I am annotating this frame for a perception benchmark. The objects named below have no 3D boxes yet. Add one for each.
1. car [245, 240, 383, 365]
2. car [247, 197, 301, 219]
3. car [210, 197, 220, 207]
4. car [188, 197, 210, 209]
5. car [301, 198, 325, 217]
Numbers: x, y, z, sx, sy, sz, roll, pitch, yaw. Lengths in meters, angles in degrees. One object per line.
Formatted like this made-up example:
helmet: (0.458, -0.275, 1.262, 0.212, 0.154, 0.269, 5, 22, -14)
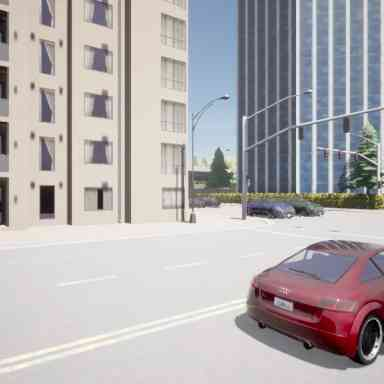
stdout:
car: (2.947, 1.564, 5.881, 4.181, 1.385, 1.994, 0, 0, -35)
car: (6.813, 1.351, 28.962, 2.097, 1.767, 4.553, 0, 0, -29)
car: (2.133, 1.491, 49.053, 2.128, 1.511, 4.902, 0, 0, -35)
car: (0.102, 1.564, 45.521, 1.994, 1.385, 4.181, 0, 0, -35)
car: (10.048, 1.351, 31.192, 2.097, 1.767, 4.553, 0, 0, -35)
